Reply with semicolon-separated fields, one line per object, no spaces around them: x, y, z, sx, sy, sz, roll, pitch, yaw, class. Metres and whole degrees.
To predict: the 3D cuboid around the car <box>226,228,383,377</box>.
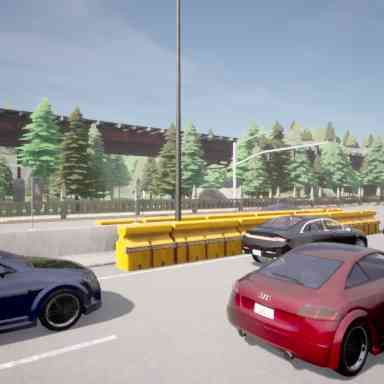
2.603;1.564;5.616;4.181;1.385;1.994;0;0;-35;car

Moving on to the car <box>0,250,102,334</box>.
-3.664;1.564;5.429;4.181;1.385;1.994;0;0;-36;car

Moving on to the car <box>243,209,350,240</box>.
3.796;1.491;10.762;4.902;1.511;2.128;0;0;-36;car

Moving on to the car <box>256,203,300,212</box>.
6.850;1.564;26.100;4.181;1.385;1.994;0;0;-36;car
